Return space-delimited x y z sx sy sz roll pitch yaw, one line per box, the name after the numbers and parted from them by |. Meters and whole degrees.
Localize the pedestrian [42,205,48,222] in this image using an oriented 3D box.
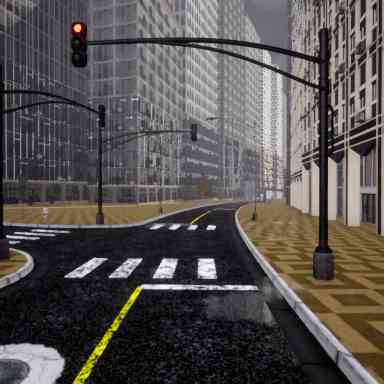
-9.295 1.345 21.045 0.500 1.100 0.500 0 0 17 | pedestrian
